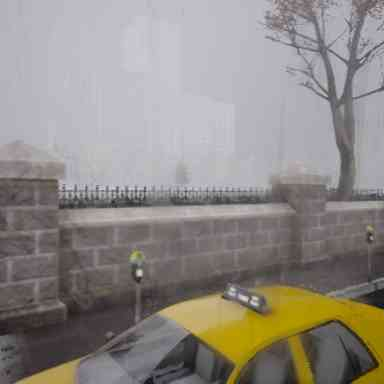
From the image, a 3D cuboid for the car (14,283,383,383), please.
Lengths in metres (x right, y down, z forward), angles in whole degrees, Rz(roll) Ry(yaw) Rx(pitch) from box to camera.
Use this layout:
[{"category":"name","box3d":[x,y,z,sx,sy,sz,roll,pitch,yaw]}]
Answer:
[{"category":"car","box3d":[0.228,1.495,2.609,4.829,1.417,1.752,0,1,-34]}]
